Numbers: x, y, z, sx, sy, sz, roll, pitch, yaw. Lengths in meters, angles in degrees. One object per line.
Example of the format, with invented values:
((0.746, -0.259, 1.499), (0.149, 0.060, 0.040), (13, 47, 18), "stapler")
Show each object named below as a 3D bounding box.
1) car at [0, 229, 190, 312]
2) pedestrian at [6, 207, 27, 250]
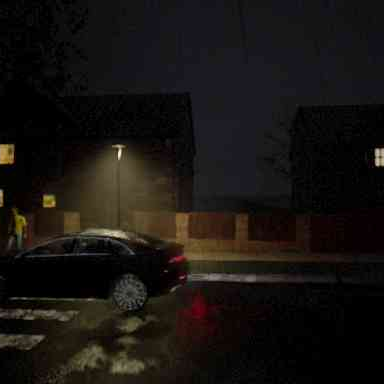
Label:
((-2.491, 1.600, 7.404), (4.902, 1.511, 2.128), (-1, -1, 6), "car")
((-5.525, 1.352, 10.421), (0.375, 1.860, 0.375), (0, -1, 6), "pedestrian")
